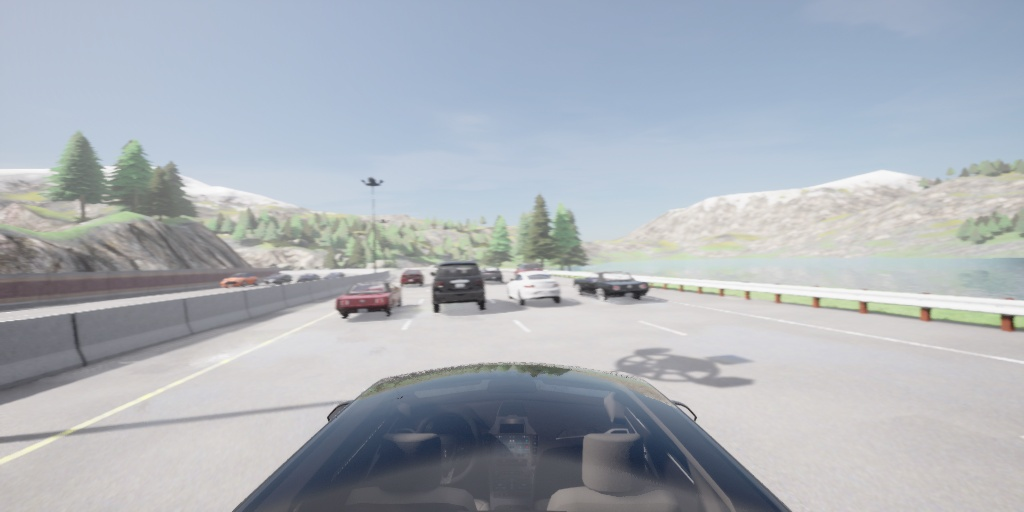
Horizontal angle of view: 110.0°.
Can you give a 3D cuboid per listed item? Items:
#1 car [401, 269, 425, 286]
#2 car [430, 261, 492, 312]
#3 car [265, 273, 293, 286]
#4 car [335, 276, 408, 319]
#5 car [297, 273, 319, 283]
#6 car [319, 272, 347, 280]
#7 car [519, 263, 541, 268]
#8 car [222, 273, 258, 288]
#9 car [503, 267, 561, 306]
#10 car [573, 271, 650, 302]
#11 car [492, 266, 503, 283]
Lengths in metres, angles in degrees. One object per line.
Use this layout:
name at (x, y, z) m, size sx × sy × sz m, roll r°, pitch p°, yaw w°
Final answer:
car at (-9.185, 1.978, 33.373) m, size 1.882 × 1.535 × 5.008 m, roll -2°, pitch -1°, yaw -10°
car at (-2.454, 1.250, 16.175) m, size 2.150 × 2.045 × 5.566 m, roll -2°, pitch 0°, yaw -10°
car at (-29.690, 2.928, 45.784) m, size 2.128 × 1.511 × 4.902 m, roll -2°, pitch -1°, yaw -13°
car at (-5.822, 1.743, 15.213) m, size 1.895 × 1.301 × 4.718 m, roll -2°, pitch -1°, yaw -10°
car at (-26.288, 2.881, 46.581) m, size 1.994 × 1.385 × 4.181 m, roll -2°, pitch -1°, yaw -13°
car at (-22.524, 2.713, 45.979) m, size 2.033 × 1.411 × 5.357 m, roll -2°, pitch -1°, yaw -12°
car at (1.541, 1.439, 33.001) m, size 2.097 × 1.767 × 4.553 m, roll -2°, pitch -1°, yaw -10°
car at (-32.684, 2.867, 43.146) m, size 2.097 × 1.767 × 4.553 m, roll -2°, pitch -1°, yaw -13°
car at (0.961, 1.434, 17.000) m, size 1.812 × 1.442 × 4.674 m, roll -2°, pitch -1°, yaw -10°
car at (4.493, 1.376, 17.139) m, size 1.895 × 1.301 × 4.718 m, roll -2°, pitch -1°, yaw -10°
car at (-1.963, 1.711, 32.752) m, size 2.128 × 1.511 × 4.902 m, roll -2°, pitch -1°, yaw -10°
